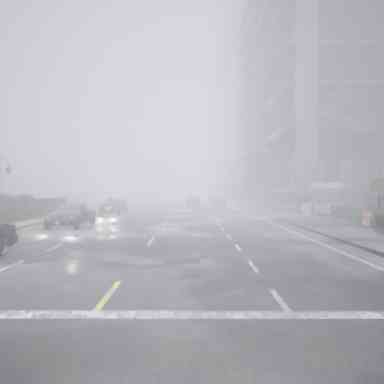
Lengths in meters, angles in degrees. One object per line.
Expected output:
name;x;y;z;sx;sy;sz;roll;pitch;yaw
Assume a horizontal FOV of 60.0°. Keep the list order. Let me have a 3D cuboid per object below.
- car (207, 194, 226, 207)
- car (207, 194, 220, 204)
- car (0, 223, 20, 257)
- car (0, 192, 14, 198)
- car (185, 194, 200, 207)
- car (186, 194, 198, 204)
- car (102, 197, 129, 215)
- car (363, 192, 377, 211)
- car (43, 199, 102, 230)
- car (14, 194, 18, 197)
car;3.498;1.205;44.312;2.033;1.411;5.357;0;0;0
car;3.497;1.068;54.605;1.882;1.535;5.008;0;0;0
car;-7.101;1.449;9.610;2.033;1.411;5.357;0;0;0
car;-28.785;0.897;47.849;4.605;1.855;1.932;0;0;0
car;0.095;1.138;44.783;1.882;1.535;5.008;0;0;0
car;-0.002;1.121;54.652;1.812;1.442;4.674;0;0;0
car;-7.024;1.258;30.284;2.128;1.511;4.902;0;0;0
car;16.579;0.905;29.012;1.905;1.878;3.866;0;0;0
car;-7.092;1.361;19.855;1.812;1.442;4.674;0;0;1
car;-28.795;1.102;53.429;3.806;1.475;1.970;0;0;0
